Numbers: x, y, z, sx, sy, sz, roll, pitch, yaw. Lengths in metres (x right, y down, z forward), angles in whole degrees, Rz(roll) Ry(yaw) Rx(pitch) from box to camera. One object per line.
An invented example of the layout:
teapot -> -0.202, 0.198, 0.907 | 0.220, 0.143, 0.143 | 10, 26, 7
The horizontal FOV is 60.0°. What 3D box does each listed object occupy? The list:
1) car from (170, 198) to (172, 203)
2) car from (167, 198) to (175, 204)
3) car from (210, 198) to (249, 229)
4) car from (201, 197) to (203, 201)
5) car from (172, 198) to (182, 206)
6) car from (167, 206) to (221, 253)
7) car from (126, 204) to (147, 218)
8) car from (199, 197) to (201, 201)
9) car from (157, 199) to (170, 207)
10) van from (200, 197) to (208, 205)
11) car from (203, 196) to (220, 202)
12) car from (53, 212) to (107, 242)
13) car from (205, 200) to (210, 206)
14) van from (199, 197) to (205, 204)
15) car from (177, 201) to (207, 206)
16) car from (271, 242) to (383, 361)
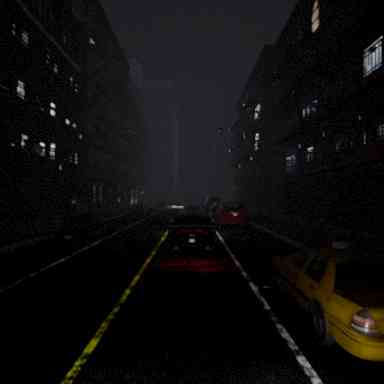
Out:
car -> -5.689, 2.236, 68.547 | 1.802, 1.307, 4.206 | 0, -1, 0
car -> -5.690, 2.424, 91.276 | 1.887, 1.381, 4.507 | 0, -1, 0
car -> 2.694, 1.532, 23.095 | 2.192, 1.841, 5.009 | 0, -1, 0
car -> 3.106, 1.748, 54.726 | 2.150, 2.045, 5.566 | 0, -1, 0
car -> -3.001, 2.203, 70.964 | 2.128, 1.511, 4.902 | 0, -1, 0
car -> 0.005, 1.614, 14.477 | 1.882, 1.535, 5.008 | 0, 0, 0
car -> -5.688, 1.907, 34.454 | 1.802, 1.307, 4.206 | 0, -1, 0
car -> 2.692, 1.969, 68.553 | 2.192, 1.841, 5.009 | 0, -1, 0
car -> -5.688, 2.144, 62.865 | 1.887, 1.381, 4.507 | 0, -1, 0
van -> 2.692, 2.051, 74.234 | 1.690, 1.788, 3.998 | 0, -1, 0
car -> 3.106, 1.680, 47.727 | 2.150, 2.045, 5.566 | 0, -1, 0
car -> -5.688, 1.730, 17.407 | 1.947, 1.339, 4.313 | 0, -1, 0
car -> 2.692, 1.876, 34.458 | 2.008, 1.369, 4.403 | 0, -1, 0
van -> 2.691, 2.221, 91.281 | 1.690, 1.788, 3.998 | 0, -1, 0
car -> 0.001, 1.820, 28.982 | 2.033, 1.411, 5.357 | 0, -1, 0
car -> 2.693, 1.584, 6.216 | 1.752, 1.417, 4.829 | 0, -1, 0
